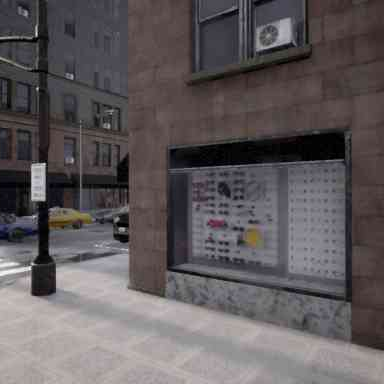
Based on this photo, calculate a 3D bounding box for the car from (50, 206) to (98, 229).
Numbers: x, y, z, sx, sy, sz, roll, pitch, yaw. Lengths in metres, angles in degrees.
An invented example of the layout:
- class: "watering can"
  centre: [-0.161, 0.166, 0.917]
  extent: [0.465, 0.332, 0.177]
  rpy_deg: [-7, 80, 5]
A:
- class: "car"
  centre: [-8.261, 1.554, 19.713]
  extent: [1.752, 1.417, 4.829]
  rpy_deg: [0, 0, 35]

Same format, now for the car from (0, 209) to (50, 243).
- class: "car"
  centre: [-9.314, 1.562, 14.258]
  extent: [2.033, 1.411, 5.357]
  rpy_deg: [0, 0, 41]

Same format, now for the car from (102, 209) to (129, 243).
- class: "car"
  centre: [-1.633, 1.560, 15.187]
  extent: [1.947, 1.339, 4.313]
  rpy_deg: [0, 0, 35]

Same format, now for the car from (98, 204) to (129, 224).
- class: "car"
  centre: [-5.021, 1.583, 24.260]
  extent: [2.008, 1.369, 4.403]
  rpy_deg: [0, 0, 35]
